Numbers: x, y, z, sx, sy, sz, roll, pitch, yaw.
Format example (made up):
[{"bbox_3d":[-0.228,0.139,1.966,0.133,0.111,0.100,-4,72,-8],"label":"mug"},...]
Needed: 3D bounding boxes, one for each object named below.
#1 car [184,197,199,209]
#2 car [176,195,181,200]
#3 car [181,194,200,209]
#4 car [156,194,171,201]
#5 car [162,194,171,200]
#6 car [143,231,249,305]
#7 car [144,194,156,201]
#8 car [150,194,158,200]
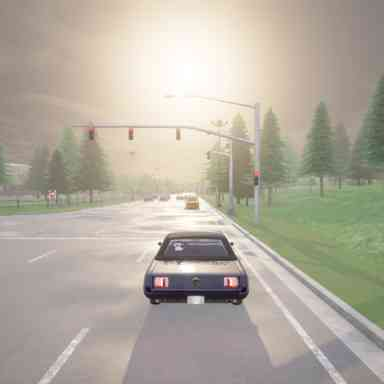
[{"bbox_3d":[-0.010,1.576,49.703,2.033,1.411,5.357,-1,1,1],"label":"car"},{"bbox_3d":[-3.353,1.553,91.162,1.994,1.385,4.181,0,0,0],"label":"car"},{"bbox_3d":[-0.072,1.094,46.176,1.882,1.535,5.008,-3,16,-4],"label":"car"},{"bbox_3d":[-6.871,1.531,80.334,2.033,1.411,5.357,0,0,0],"label":"car"},{"bbox_3d":[-6.854,1.372,90.754,2.033,1.411,5.357,0,0,0],"label":"car"},{"bbox_3d":[0.092,1.601,8.035,1.895,1.301,4.718,0,0,0],"label":"car"},{"bbox_3d":[-10.371,1.531,80.340,2.033,1.411,5.357,0,0,0],"label":"car"},{"bbox_3d":[-10.354,1.332,90.760,1.837,1.490,4.892,0,0,0],"label":"car"}]
